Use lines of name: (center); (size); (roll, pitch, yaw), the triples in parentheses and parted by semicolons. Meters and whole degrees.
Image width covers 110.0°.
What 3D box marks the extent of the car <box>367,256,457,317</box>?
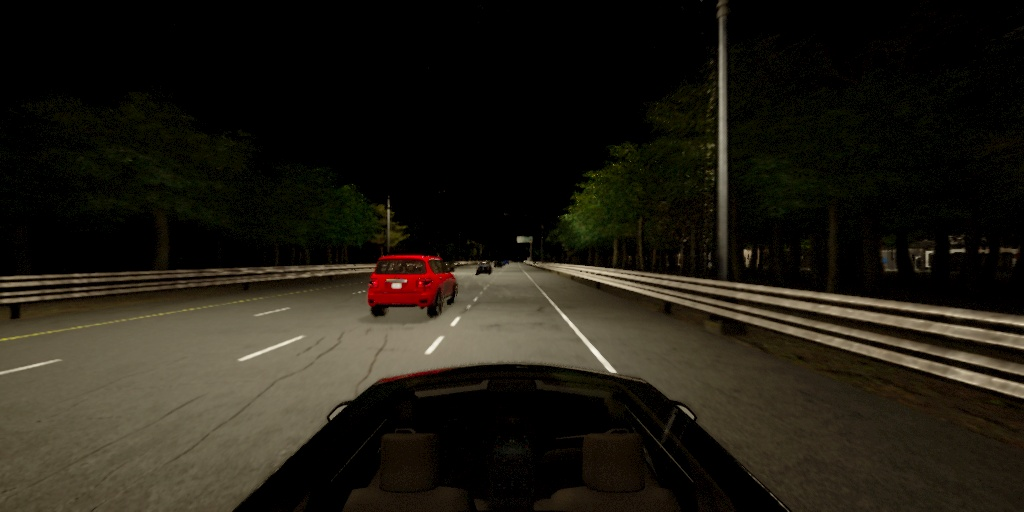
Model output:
car: (-3.495, 1.011, 13.544); (2.150, 2.045, 5.566); (0, 0, 0)

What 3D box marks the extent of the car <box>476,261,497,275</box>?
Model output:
car: (-3.403, 1.607, 44.645); (2.033, 1.411, 5.357); (0, -1, 0)
